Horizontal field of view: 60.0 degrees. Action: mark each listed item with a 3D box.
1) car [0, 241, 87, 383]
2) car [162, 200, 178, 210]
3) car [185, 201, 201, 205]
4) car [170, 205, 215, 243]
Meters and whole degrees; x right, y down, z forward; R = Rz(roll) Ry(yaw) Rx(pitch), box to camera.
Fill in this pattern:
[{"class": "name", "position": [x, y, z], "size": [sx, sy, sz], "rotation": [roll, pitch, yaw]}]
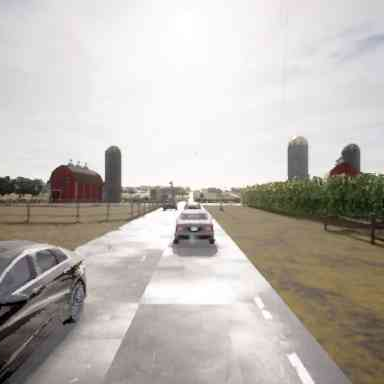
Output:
[{"class": "car", "position": [-2.852, 1.490, 4.305], "size": [2.128, 1.511, 4.902], "rotation": [0, 0, 0]}, {"class": "car", "position": [-2.857, 1.765, 44.245], "size": [1.895, 1.301, 4.718], "rotation": [0, 0, 0]}, {"class": "car", "position": [0.081, 1.719, 37.739], "size": [1.895, 1.301, 4.718], "rotation": [0, 0, 0]}, {"class": "car", "position": [0.091, 1.557, 16.001], "size": [2.033, 1.411, 5.357], "rotation": [0, 0, 0]}]
